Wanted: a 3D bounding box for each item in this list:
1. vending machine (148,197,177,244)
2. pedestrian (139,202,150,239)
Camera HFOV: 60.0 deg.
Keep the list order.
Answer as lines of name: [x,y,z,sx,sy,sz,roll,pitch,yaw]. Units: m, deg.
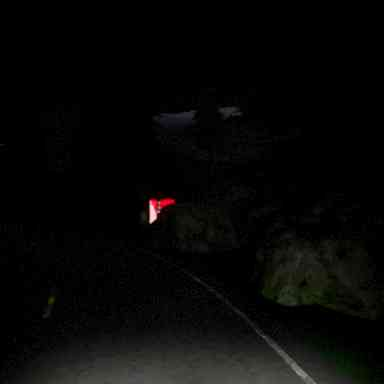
vending machine: [-1.408,1.311,15.897,1.100,2.100,0.880,0,0,-33]
pedestrian: [-2.430,1.424,16.885,0.375,1.860,0.375,0,0,-35]
